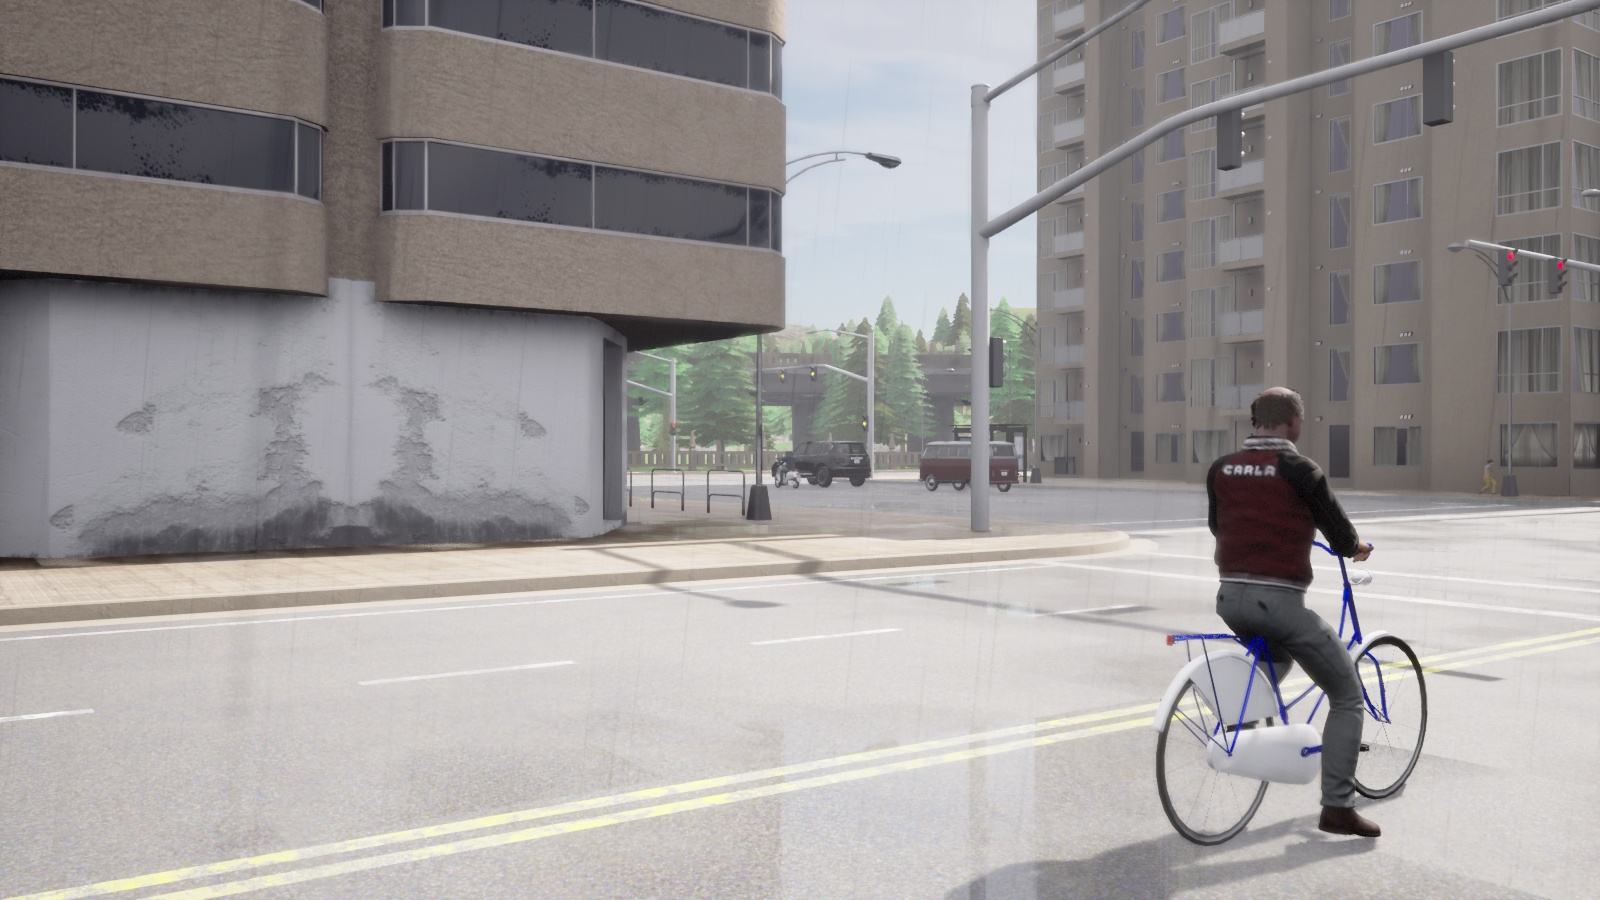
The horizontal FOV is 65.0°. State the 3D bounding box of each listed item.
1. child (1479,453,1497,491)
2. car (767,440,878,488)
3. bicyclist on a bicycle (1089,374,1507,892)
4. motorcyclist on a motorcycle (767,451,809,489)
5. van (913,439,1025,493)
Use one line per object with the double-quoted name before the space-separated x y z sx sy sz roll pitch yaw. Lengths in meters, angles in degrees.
"child" 22.934 0.737 41.862 0.270 1.263 0.437 0 0 -34
"car" 0.952 0.601 56.902 2.150 2.045 5.566 0 0 -35
"bicyclist on a bicycle" 2.064 0.623 5.099 1.843 1.776 0.659 0 0 -35
"motorcyclist on a motorcycle" -0.524 0.829 52.943 0.866 1.590 1.817 0 0 -35
"van" 6.528 0.604 49.071 1.775 1.987 4.442 0 0 -35
